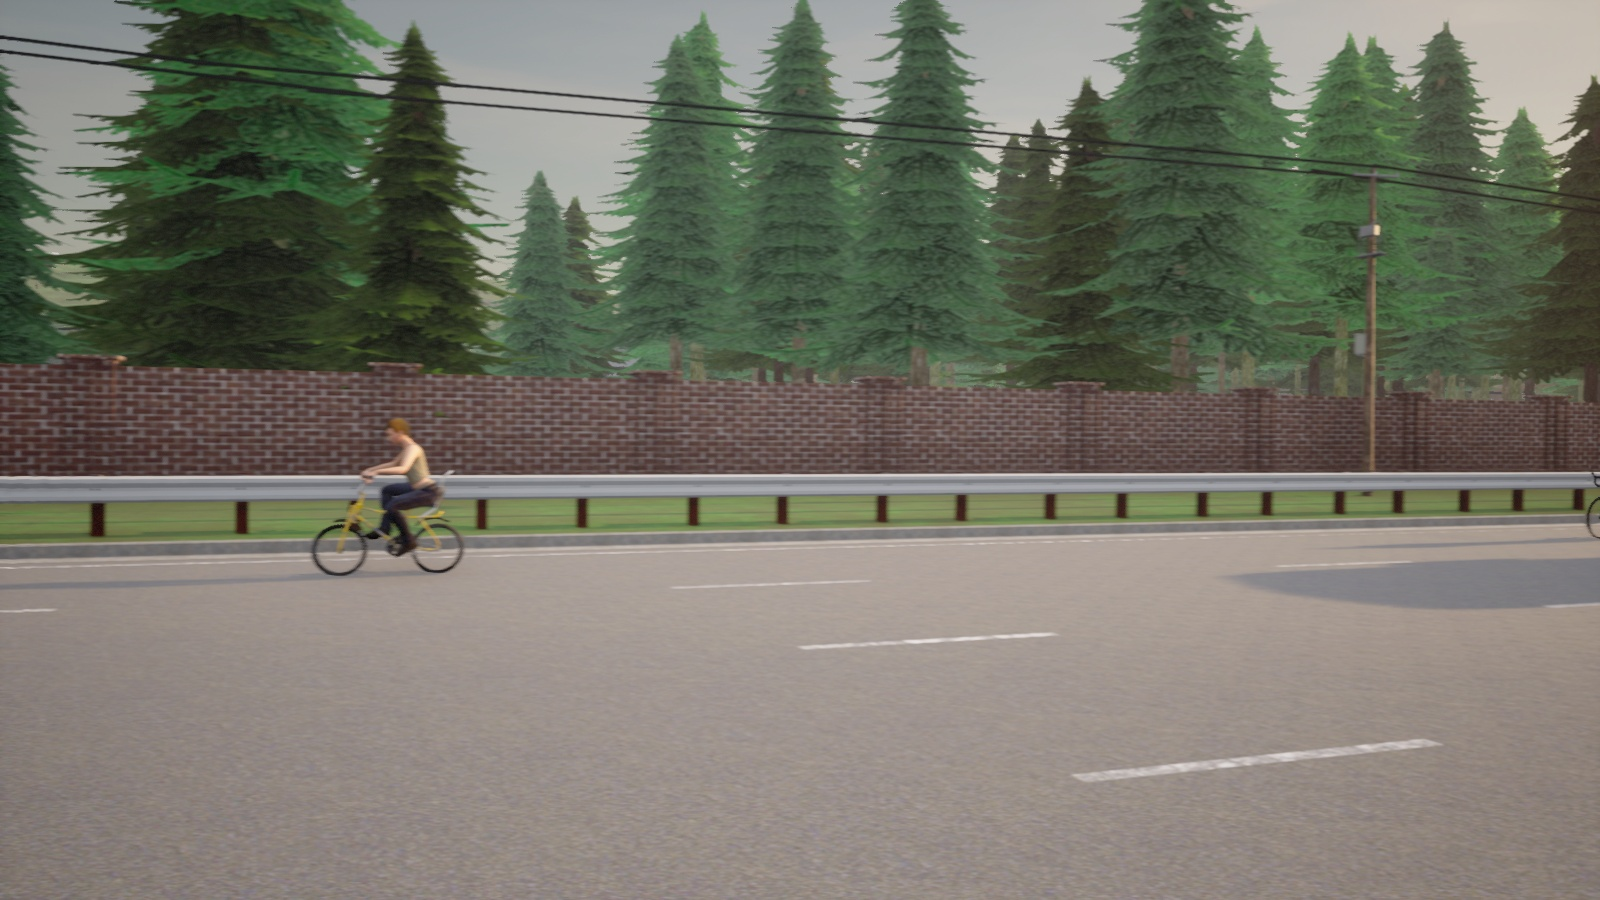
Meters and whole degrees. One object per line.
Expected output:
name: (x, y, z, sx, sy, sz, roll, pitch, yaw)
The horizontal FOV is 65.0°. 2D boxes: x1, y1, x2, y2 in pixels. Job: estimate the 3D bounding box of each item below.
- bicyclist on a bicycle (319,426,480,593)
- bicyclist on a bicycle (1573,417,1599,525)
bicyclist on a bicycle: (-4.120, 0.569, 12.900, 1.509, 1.612, 0.866, -1, 1, -21)
bicyclist on a bicycle: (12.764, 0.298, 19.315, 1.656, 1.620, 0.582, -1, 1, -21)
